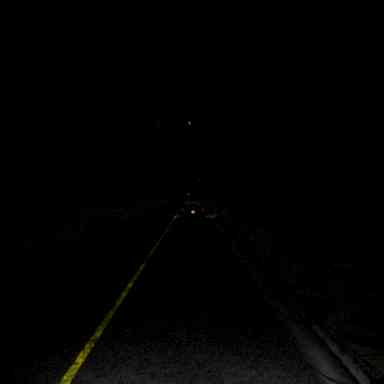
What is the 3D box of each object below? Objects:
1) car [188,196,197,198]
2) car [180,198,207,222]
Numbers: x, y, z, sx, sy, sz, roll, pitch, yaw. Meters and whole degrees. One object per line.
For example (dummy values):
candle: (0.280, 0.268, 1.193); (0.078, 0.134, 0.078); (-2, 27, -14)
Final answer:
car: (0.089, 1.415, 47.643); (1.837, 1.490, 4.892); (0, 0, 0)
car: (0.096, 1.462, 26.058); (2.163, 1.488, 4.792); (0, 0, 1)
